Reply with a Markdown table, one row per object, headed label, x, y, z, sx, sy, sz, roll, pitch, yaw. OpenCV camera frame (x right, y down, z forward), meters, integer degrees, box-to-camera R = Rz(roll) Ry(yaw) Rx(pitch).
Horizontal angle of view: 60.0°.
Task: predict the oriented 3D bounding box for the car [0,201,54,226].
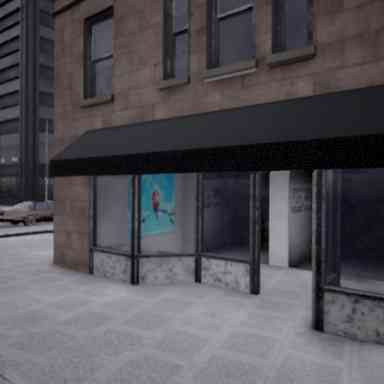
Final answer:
| label | x | y | z | sx | sy | sz | roll | pitch | yaw |
| --- | --- | --- | --- | --- | --- | --- | --- | --- | --- |
| car | -8.997 | 1.228 | 20.188 | 2.033 | 1.411 | 5.357 | 1 | 1 | 35 |
